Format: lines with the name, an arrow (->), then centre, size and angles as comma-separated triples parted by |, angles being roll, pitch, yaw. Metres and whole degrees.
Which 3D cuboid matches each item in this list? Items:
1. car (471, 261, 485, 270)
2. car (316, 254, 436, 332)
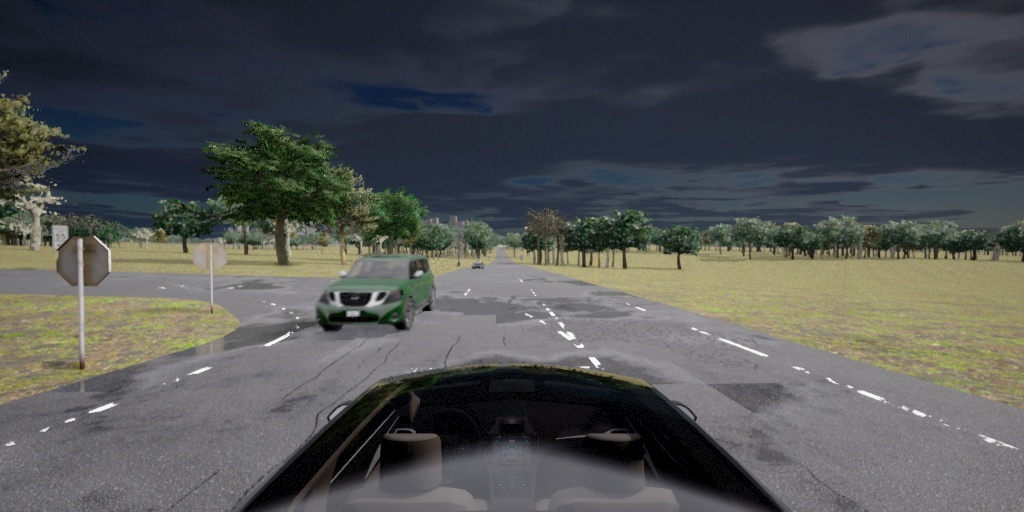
car -> -5.448, 1.554, 57.989 | 1.994, 1.385, 4.181 | 0, 0, -2
car -> -3.829, 0.978, 11.205 | 2.150, 2.045, 5.566 | 0, 1, -2
